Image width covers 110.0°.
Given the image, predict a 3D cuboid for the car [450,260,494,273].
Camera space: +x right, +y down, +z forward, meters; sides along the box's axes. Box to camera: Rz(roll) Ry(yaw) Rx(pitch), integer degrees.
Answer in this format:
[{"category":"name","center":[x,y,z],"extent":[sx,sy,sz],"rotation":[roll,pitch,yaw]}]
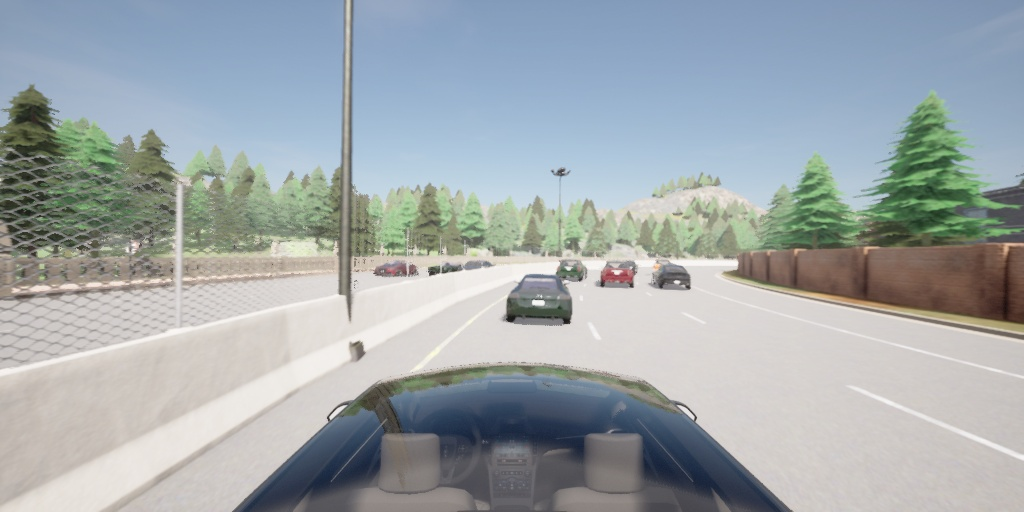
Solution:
[{"category":"car","center":[-2.830,1.076,28.699],"extent":[1.837,1.490,4.892],"rotation":[1,0,17]}]

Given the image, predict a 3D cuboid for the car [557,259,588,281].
[{"category":"car","center":[5.005,1.040,29.590],"extent":[2.097,1.767,4.553],"rotation":[1,0,18]}]

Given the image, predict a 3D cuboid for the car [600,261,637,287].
[{"category":"car","center":[7.149,1.098,24.627],"extent":[2.097,1.767,4.553],"rotation":[1,0,15]}]

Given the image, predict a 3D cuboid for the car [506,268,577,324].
[{"category":"car","center":[0.973,1.277,12.056],"extent":[1.994,1.385,4.181],"rotation":[1,0,7]}]

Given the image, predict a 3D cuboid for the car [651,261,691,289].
[{"category":"car","center":[10.555,1.310,23.907],"extent":[1.837,1.490,4.892],"rotation":[1,1,15]}]

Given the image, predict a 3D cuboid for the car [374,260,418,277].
[{"category":"car","center":[-9.667,1.021,30.231],"extent":[1.994,1.385,4.181],"rotation":[1,0,16]}]

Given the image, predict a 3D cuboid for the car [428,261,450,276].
[{"category":"car","center":[-5.548,1.113,31.864],"extent":[1.895,1.301,4.718],"rotation":[1,0,17]}]

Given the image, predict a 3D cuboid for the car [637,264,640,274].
[{"category":"car","center":[13.033,1.266,40.071],"extent":[1.837,1.490,4.892],"rotation":[1,0,26]}]

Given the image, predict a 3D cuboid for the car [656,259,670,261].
[{"category":"car","center":[16.585,1.170,39.298],"extent":[2.097,1.767,4.553],"rotation":[1,0,26]}]
